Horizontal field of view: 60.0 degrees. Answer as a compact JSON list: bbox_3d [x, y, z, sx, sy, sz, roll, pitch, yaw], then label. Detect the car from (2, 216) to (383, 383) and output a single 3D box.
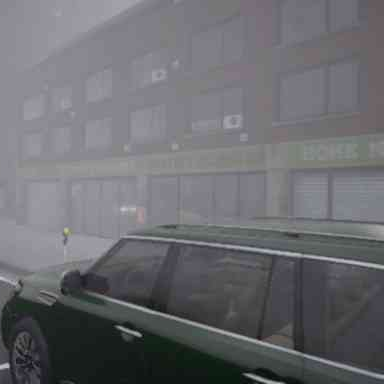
[{"bbox_3d":[0.265,1.262,3.221,5.566,2.045,2.150,0,-1,40],"label":"car"}]
